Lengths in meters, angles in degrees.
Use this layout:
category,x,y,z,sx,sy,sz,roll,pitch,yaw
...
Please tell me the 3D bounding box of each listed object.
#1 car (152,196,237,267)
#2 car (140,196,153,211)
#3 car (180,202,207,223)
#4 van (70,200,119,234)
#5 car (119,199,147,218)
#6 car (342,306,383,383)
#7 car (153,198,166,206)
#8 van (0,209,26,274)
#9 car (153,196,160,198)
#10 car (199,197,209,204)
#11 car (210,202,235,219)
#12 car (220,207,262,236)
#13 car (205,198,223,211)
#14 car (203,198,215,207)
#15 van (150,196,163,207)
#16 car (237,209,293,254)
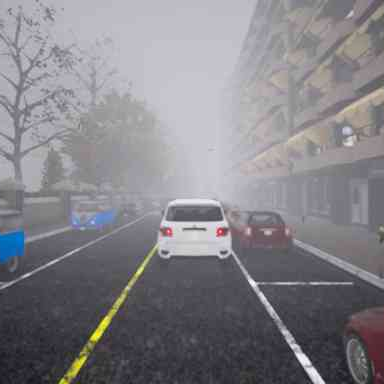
category,x,y,z,sx,sy,sz,roll,pitch,yaw
car,0.079,1.249,11.670,2.150,2.045,5.566,0,0,0
car,-5.675,1.413,41.840,2.192,1.841,5.009,0,0,0
car,0.094,1.609,27.800,2.033,1.411,5.357,0,0,0
van,-5.683,1.384,19.319,1.690,1.788,3.998,0,0,0
car,-5.679,1.634,30.580,1.947,1.339,4.313,0,0,0
car,2.692,1.588,2.424,1.802,1.307,4.206,0,0,0
car,-5.669,1.731,58.730,1.802,1.307,4.206,0,0,0
van,-5.687,1.359,8.058,1.690,1.788,3.998,0,0,0
car,-3.080,1.444,39.654,2.097,1.767,4.553,0,0,0
car,2.376,1.701,66.750,1.812,1.442,4.674,0,0,0
car,2.701,1.634,30.577,1.947,1.339,4.313,0,0,0
car,2.697,1.624,19.316,1.802,1.307,4.206,0,0,0
car,2.705,1.537,41.837,1.967,1.590,4.097,0,0,0
car,2.710,1.657,53.268,1.752,1.417,4.829,0,0,0
van,-5.671,1.472,53.100,1.690,1.788,3.998,0,0,0
car,2.695,1.470,13.686,1.967,1.590,4.097,0,0,0
